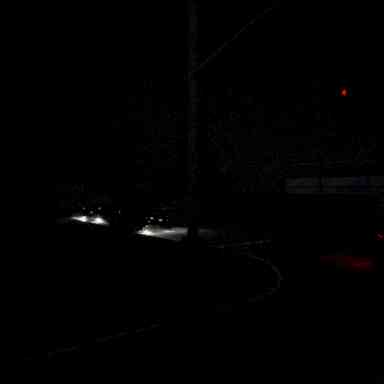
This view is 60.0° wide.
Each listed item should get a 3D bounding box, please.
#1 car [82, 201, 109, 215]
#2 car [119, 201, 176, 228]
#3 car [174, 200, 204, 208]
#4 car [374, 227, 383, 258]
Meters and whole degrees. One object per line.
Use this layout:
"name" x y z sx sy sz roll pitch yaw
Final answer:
"car" -9.562 1.601 33.221 1.895 1.301 4.718 0 0 -5
"car" -3.333 1.507 22.378 1.837 1.490 4.892 0 -1 -36
"car" -0.596 1.601 49.336 4.718 1.301 1.895 0 0 -40
"car" 8.085 1.507 9.649 4.892 1.490 1.837 0 2 27
